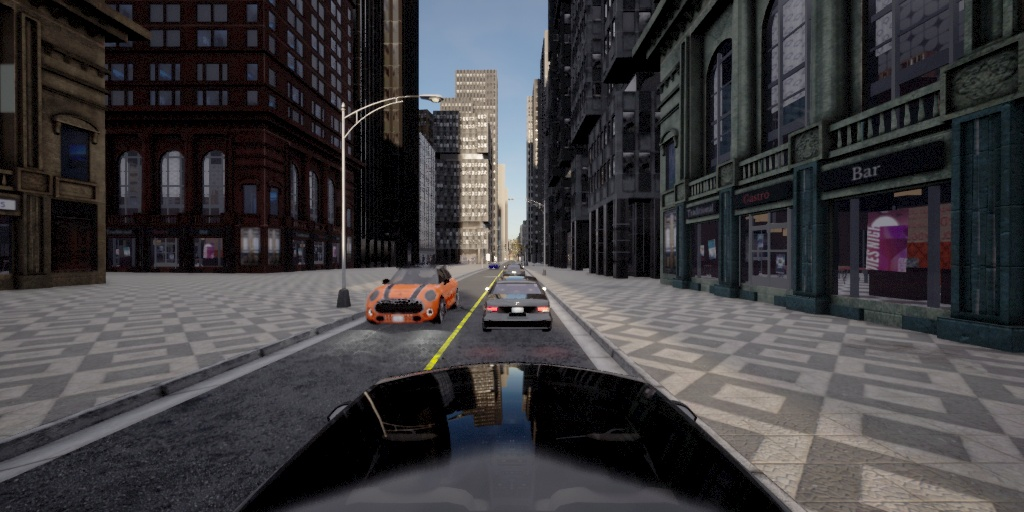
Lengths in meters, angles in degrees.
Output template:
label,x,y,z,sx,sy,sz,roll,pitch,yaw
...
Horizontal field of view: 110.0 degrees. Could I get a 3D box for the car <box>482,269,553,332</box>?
label,x,y,z,sx,sy,sz,roll,pitch,yaw
car,0.124,1.304,10.864,2.033,1.411,5.357,0,0,0

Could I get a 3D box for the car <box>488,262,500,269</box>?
label,x,y,z,sx,sy,sz,roll,pitch,yaw
car,-2.861,1.618,57.993,1.895,1.301,4.718,0,-1,0

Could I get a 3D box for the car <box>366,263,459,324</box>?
label,x,y,z,sx,sy,sz,roll,pitch,yaw
car,-3.074,1.109,11.953,2.097,1.767,4.553,0,0,0

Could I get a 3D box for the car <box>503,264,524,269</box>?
label,x,y,z,sx,sy,sz,roll,pitch,yaw
car,0.178,1.367,32.550,1.994,1.385,4.181,0,0,0
